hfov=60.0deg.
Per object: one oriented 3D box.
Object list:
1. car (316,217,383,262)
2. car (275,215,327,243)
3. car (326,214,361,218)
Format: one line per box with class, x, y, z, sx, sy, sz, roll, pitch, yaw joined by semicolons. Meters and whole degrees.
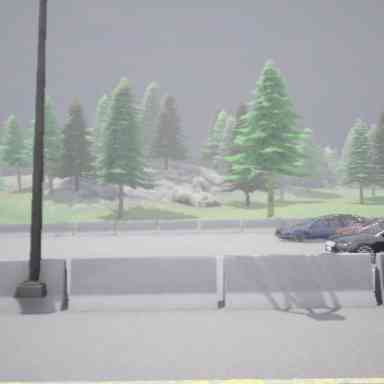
car;7.817;1.891;13.008;4.902;1.511;2.128;-1;-2;1
car;7.803;2.245;20.002;5.357;1.411;2.033;-1;-2;1
car;9.706;1.981;16.477;5.008;1.535;1.882;-1;-2;1
